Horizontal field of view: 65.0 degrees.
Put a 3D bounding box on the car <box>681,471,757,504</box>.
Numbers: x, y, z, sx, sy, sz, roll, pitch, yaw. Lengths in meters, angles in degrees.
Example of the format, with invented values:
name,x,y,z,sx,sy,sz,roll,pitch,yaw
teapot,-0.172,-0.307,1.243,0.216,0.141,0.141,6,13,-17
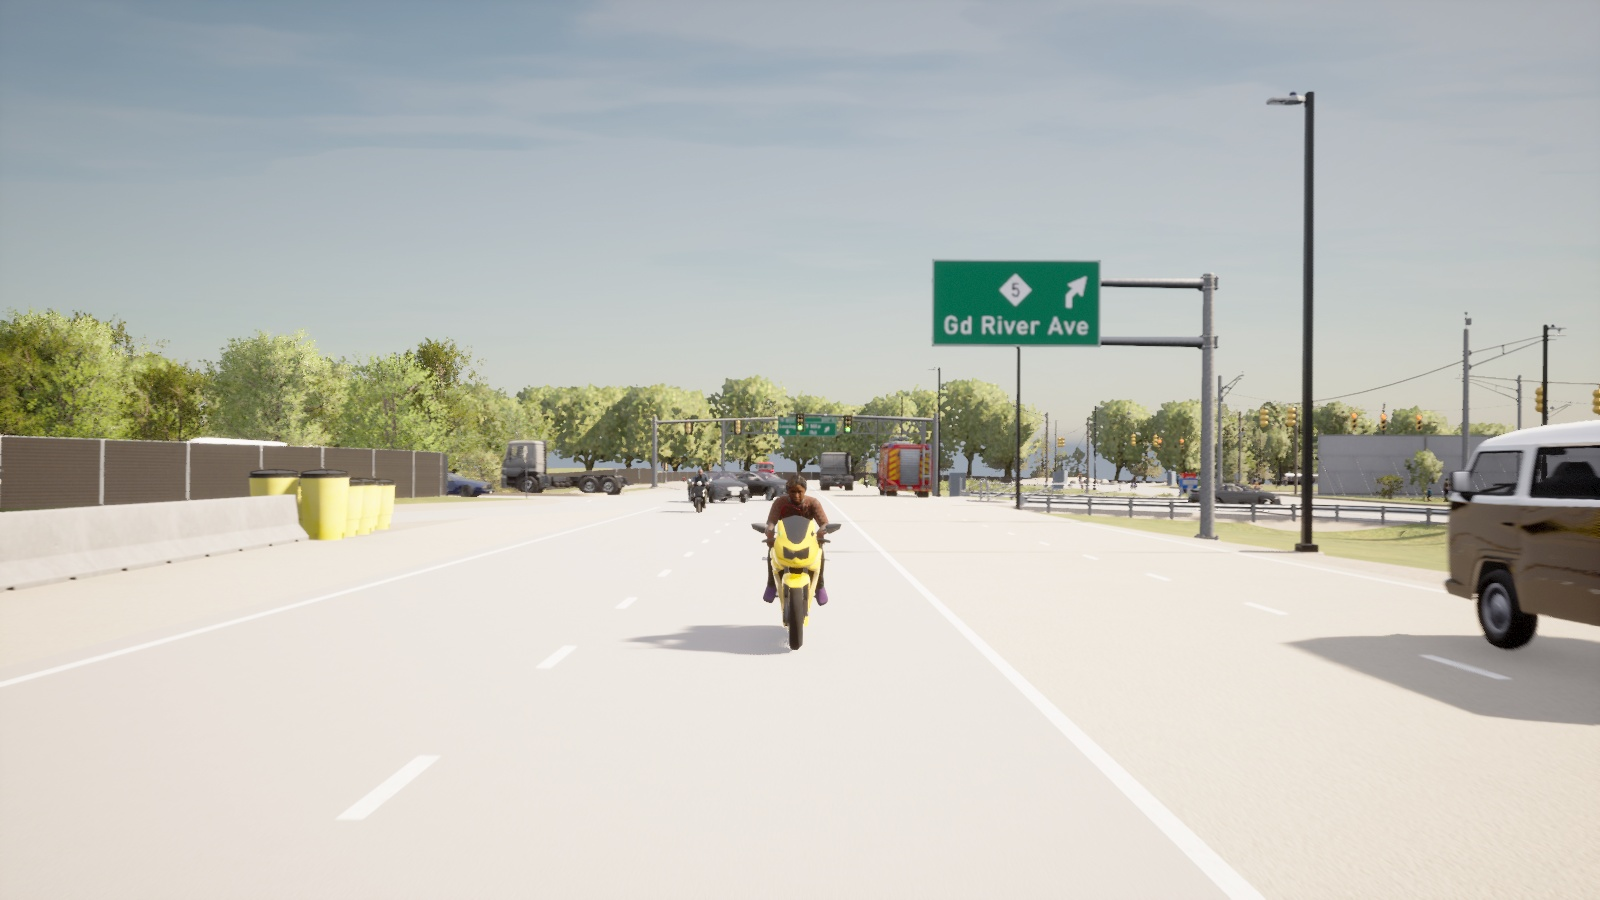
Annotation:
name,x,y,z,sx,sy,sz,roll,pitch,yaw
car,-3.890,1.747,59.659,2.128,1.511,4.902,0,-1,-22

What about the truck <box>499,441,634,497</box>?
name,x,y,z,sx,sy,sz,roll,pitch,yaw
truck,-14.631,1.212,79.215,7.936,3.462,2.891,0,-1,0

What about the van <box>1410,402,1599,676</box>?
name,x,y,z,sx,sy,sz,roll,pitch,yaw
van,6.975,0.669,9.949,2.069,2.038,4.480,0,-1,0

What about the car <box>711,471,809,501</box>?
name,x,y,z,sx,sy,sz,roll,pitch,yaw
car,-2.090,1.822,64.671,4.902,1.511,2.128,-1,-1,40

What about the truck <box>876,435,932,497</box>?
name,x,y,z,sx,sy,sz,roll,pitch,yaw
truck,6.812,1.082,83.008,2.891,3.827,8.468,0,-1,-1

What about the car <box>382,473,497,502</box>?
name,x,y,z,sx,sy,sz,roll,pitch,yaw
car,-18.481,1.918,64.523,5.357,1.411,2.033,0,0,0

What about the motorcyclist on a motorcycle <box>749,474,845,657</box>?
name,x,y,z,sx,sy,sz,roll,pitch,yaw
motorcyclist on a motorcycle,-0.027,0.986,11.558,0.797,1.523,2.044,0,-1,0

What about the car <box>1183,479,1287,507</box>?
name,x,y,z,sx,sy,sz,roll,pitch,yaw
car,23.632,2.324,68.294,4.902,1.511,2.128,0,-1,-2

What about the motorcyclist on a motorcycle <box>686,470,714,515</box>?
name,x,y,z,sx,sy,sz,roll,pitch,yaw
motorcyclist on a motorcycle,-3.607,1.514,45.583,0.866,1.590,1.817,0,-1,0
